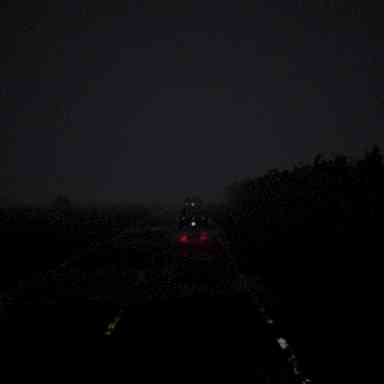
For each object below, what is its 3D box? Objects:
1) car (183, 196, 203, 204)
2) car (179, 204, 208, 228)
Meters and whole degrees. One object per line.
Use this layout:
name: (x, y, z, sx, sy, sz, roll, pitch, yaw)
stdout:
car: (0.089, 1.533, 40.050, 2.150, 2.045, 5.566, 0, 0, 0)
car: (0.094, 1.797, 23.739, 1.895, 1.301, 4.718, 0, 0, 0)
